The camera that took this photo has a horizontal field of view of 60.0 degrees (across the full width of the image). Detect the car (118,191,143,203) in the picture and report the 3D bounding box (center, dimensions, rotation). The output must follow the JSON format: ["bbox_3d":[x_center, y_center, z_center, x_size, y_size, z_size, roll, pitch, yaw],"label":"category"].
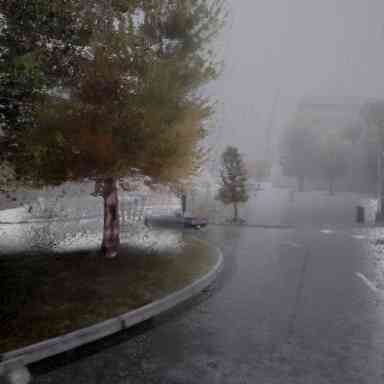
[{"bbox_3d":[-10.897,1.110,55.152,4.674,1.452,2.002,-3,3,-9],"label":"car"}]

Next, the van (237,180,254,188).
[{"bbox_3d":[14.711,-2.109,91.383,4.442,1.987,1.878,-1,3,-8],"label":"van"}]

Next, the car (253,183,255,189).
[{"bbox_3d":[10.818,-0.660,73.787,4.892,1.521,2.231,-1,4,-7],"label":"car"}]

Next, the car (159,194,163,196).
[{"bbox_3d":[-8.579,0.151,66.691,4.553,1.767,2.185,-3,4,-9],"label":"car"}]

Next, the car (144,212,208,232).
[{"bbox_3d":[-1.229,2.012,23.159,4.718,1.301,1.895,-1,-1,42],"label":"car"}]

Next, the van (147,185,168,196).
[{"bbox_3d":[-7.576,-0.338,72.431,4.442,1.987,1.878,-3,4,-8],"label":"van"}]

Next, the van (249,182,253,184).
[{"bbox_3d":[9.579,-0.481,67.948,4.442,1.987,1.878,-1,4,-7],"label":"van"}]

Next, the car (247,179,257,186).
[{"bbox_3d":[12.145,-1.321,79.644,5.566,2.045,2.435,-1,4,-8],"label":"car"}]

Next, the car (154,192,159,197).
[{"bbox_3d":[-9.208,0.506,63.806,4.792,1.488,2.163,-3,4,-9],"label":"car"}]

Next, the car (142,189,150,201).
[{"bbox_3d":[-10.297,0.899,58.045,4.792,1.488,2.163,-3,3,-9],"label":"car"}]

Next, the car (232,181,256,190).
[{"bbox_3d":[13.405,-1.728,85.515,5.566,2.045,2.435,-1,4,-8],"label":"car"}]

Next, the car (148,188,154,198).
[{"bbox_3d":[-9.728,0.547,60.917,4.553,1.767,2.185,-3,4,-9],"label":"car"}]

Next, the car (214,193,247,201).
[{"bbox_3d":[6.052,0.766,53.372,5.008,1.535,2.097,-1,4,-7],"label":"car"}]

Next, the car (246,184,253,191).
[{"bbox_3d":[7.390,0.109,59.172,5.566,2.045,2.435,-1,4,-7],"label":"car"}]
